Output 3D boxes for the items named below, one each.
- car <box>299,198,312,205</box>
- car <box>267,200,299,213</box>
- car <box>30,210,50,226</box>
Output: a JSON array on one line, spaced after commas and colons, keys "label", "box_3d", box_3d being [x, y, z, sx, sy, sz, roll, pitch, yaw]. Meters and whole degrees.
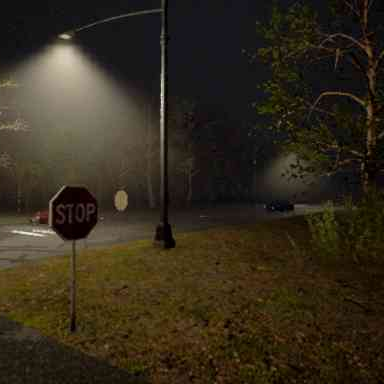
[{"label": "car", "box_3d": [23.050, 1.947, 68.460, 1.895, 1.301, 4.718, 0, 0, 36]}, {"label": "car", "box_3d": [10.539, 1.677, 39.370, 1.882, 1.535, 5.008, 0, 0, 36]}, {"label": "car", "box_3d": [-9.227, 1.642, 24.091, 1.812, 1.442, 4.674, 0, 1, 36]}]
